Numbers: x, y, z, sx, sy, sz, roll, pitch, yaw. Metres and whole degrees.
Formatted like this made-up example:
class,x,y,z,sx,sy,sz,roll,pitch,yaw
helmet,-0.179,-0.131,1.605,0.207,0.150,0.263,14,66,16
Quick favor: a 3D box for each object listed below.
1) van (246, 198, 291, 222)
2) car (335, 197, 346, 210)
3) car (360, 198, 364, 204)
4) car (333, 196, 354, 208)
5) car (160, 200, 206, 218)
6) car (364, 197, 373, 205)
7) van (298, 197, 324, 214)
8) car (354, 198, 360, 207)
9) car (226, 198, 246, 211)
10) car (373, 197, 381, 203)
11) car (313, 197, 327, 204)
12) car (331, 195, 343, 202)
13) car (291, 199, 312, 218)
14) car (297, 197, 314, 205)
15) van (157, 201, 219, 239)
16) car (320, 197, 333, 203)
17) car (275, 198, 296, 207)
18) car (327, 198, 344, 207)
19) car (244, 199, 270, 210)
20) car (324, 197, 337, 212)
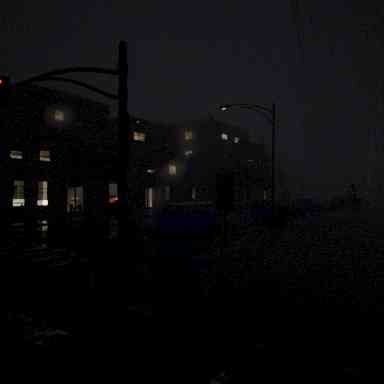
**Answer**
class,x,y,z,sx,sy,sz,roll,pitch,yaw
van,6.218,1.436,26.691,1.690,1.788,3.998,0,0,35
car,18.888,1.729,44.781,1.947,1.339,4.313,0,0,35
car,28.490,1.748,58.489,1.752,1.417,4.829,0,0,35
car,22.058,1.497,49.305,2.192,1.841,5.009,0,0,35
car,-0.734,1.558,31.374,1.752,1.417,4.829,0,0,35
car,34.728,1.809,67.395,1.887,1.381,4.507,0,0,35
van,12.554,1.469,35.736,1.690,1.788,3.998,0,0,35
car,25.226,1.516,53.828,2.192,1.841,5.009,0,0,35
car,5.700,1.506,40.560,1.967,1.590,4.097,0,0,35
car,44.231,1.899,80.963,1.947,1.339,4.313,0,0,35
car,27.776,1.728,72.078,1.752,1.417,4.829,0,0,35
car,37.377,1.712,85.785,1.967,1.590,4.097,0,0,35
car,9.385,1.655,31.213,1.887,1.381,4.507,0,0,35
car,21.538,1.705,63.172,1.887,1.381,4.507,0,0,35
van,-0.117,1.406,17.646,1.690,1.788,3.998,0,0,35
car,31.041,1.792,76.740,1.947,1.339,4.313,0,0,35
car,15.203,1.665,54.127,1.887,1.381,4.507,0,0,35
car,25.091,1.796,58.146,1.895,1.301,4.718,1,0,35
car,8.867,1.629,45.082,1.887,1.381,4.507,0,0,35
car,15.819,1.671,40.399,1.752,1.417,4.829,0,0,35
